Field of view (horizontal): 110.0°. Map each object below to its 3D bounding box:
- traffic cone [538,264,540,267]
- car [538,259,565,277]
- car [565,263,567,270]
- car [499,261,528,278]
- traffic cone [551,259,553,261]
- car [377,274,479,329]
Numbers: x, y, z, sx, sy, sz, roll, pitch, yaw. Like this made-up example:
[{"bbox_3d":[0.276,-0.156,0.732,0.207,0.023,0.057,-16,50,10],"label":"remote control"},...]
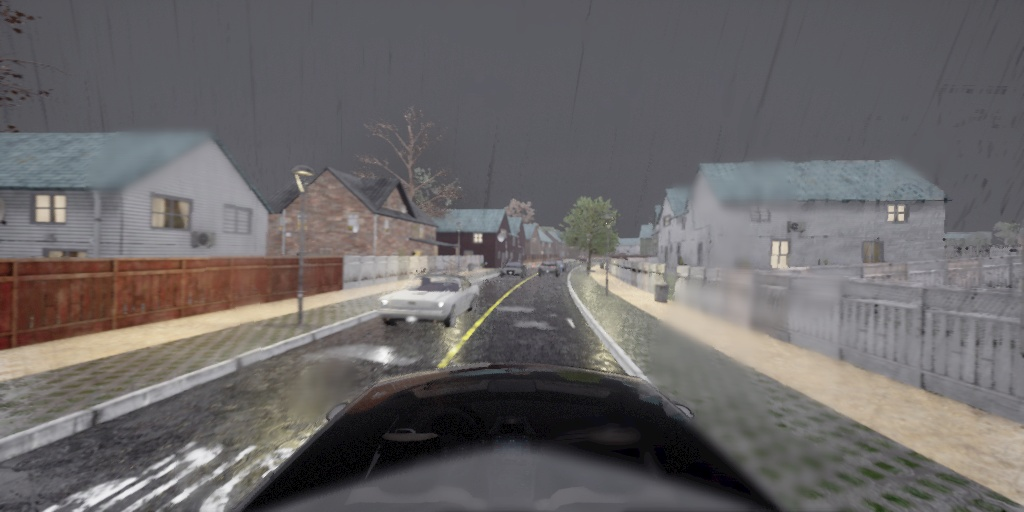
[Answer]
[{"bbox_3d":[4.279,1.333,55.327,0.340,0.580,0.340,0,0,15],"label":"traffic cone"},{"bbox_3d":[3.647,1.164,34.471,2.128,1.511,4.902,2,1,11],"label":"car"},{"bbox_3d":[5.933,1.137,45.811,2.033,1.411,5.357,2,1,14],"label":"car"},{"bbox_3d":[0.206,1.177,31.409,1.994,1.385,4.181,2,0,10],"label":"car"},{"bbox_3d":[7.120,1.252,65.022,0.340,0.580,0.340,0,0,18],"label":"traffic cone"},{"bbox_3d":[-2.304,1.251,11.060,1.895,1.301,4.718,1,0,5],"label":"car"}]
